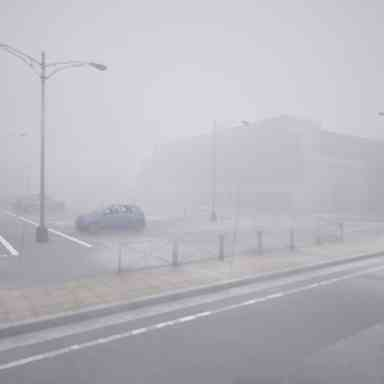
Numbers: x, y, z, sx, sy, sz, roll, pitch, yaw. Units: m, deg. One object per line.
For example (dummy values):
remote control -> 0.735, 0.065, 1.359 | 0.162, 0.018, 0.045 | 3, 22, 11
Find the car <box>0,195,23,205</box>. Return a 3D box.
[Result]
car -> -28.169, 1.272, 50.913 | 3.806, 1.475, 1.970 | 0, 0, -35

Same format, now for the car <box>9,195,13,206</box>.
car -> -16.911, 1.118, 35.342 | 3.866, 1.878, 1.905 | 0, 0, -35

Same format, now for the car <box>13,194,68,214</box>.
car -> -14.911, 1.141, 33.195 | 4.605, 1.855, 1.932 | 0, 0, -35

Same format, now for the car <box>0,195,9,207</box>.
car -> -24.232, 1.196, 45.835 | 5.027, 1.636, 2.152 | 0, 0, -35

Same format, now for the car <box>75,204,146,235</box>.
car -> -4.392, 1.416, 17.874 | 3.633, 1.501, 1.845 | 0, 0, -35
